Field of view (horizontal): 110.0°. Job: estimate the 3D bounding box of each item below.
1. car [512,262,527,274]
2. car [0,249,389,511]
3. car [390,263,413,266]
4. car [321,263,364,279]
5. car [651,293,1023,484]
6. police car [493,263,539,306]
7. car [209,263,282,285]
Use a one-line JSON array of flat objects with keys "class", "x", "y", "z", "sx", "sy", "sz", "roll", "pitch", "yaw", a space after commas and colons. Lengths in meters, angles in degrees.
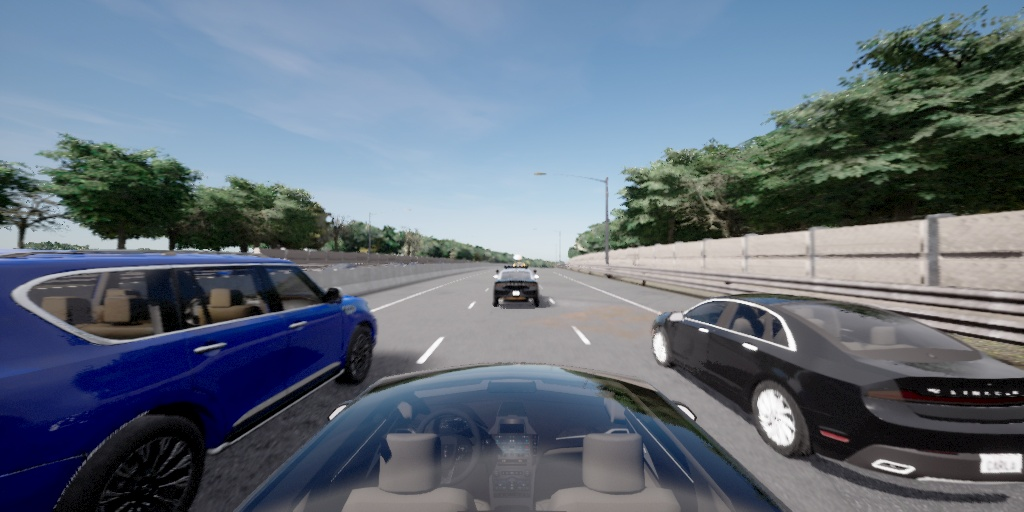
[{"class": "car", "x": 1.064, "y": 1.655, "z": 49.327, "sx": 1.882, "sy": 1.535, "sz": 5.008, "roll": 0, "pitch": -1, "yaw": 2}, {"class": "car", "x": -3.436, "y": 0.975, "z": 3.906, "sx": 2.150, "sy": 2.045, "sz": 5.566, "roll": 0, "pitch": 0, "yaw": 0}, {"class": "car", "x": -13.403, "y": 1.556, "z": 41.248, "sx": 1.837, "sy": 1.490, "sz": 4.892, "roll": 0, "pitch": -1, "yaw": 2}, {"class": "car", "x": -17.065, "y": 1.463, "z": 36.376, "sx": 1.882, "sy": 1.535, "sz": 5.008, "roll": 0, "pitch": -1, "yaw": 2}, {"class": "car", "x": 3.609, "y": 1.274, "z": 5.064, "sx": 1.837, "sy": 1.490, "sz": 4.892, "roll": 0, "pitch": 0, "yaw": 0}, {"class": "police car", "x": 0.194, "y": 1.246, "z": 16.396, "sx": 1.930, "sy": 1.638, "sz": 5.238, "roll": 0, "pitch": 0, "yaw": 1}, {"class": "car", "x": -20.786, "y": 1.372, "z": 28.306, "sx": 1.882, "sy": 1.535, "sz": 5.008, "roll": 0, "pitch": -1, "yaw": 1}]
